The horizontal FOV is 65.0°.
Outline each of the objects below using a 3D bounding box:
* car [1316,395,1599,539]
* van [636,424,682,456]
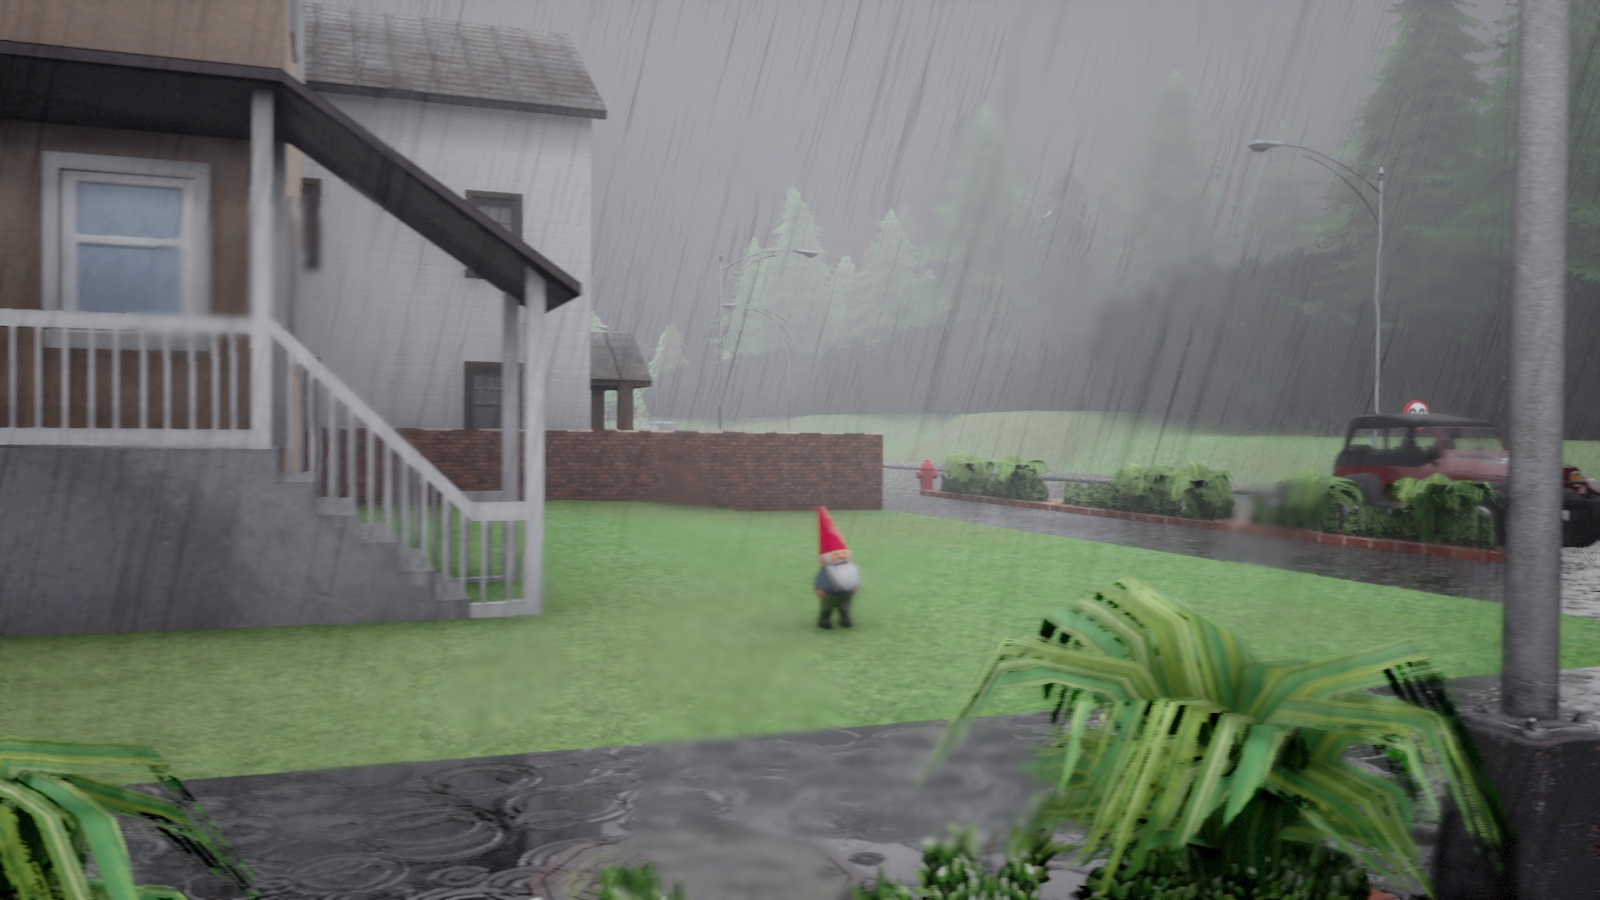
[{"bbox_3d":[9.790,0.187,18.525,1.905,1.878,3.866,-1,1,-21],"label":"car"},{"bbox_3d":[-8.964,-0.646,79.544,1.775,1.987,4.442,-1,1,-21],"label":"van"}]
